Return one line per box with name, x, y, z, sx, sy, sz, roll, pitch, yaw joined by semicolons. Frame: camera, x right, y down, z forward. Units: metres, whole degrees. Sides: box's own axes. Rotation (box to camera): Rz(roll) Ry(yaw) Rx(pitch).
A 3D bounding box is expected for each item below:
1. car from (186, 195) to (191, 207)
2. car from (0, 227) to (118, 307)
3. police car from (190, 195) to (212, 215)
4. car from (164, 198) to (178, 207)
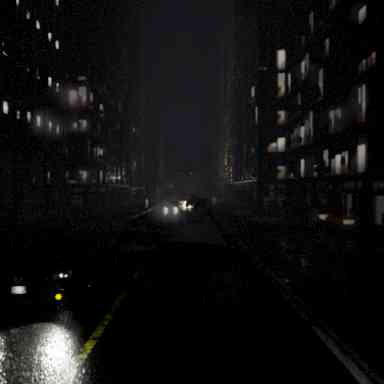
car;-0.001;1.547;52.464;2.033;1.411;5.357;0;0;0
car;-3.099;1.559;7.936;1.994;1.385;4.181;0;0;0
police car;1.049;1.417;34.470;1.930;1.638;5.238;0;0;0
car;-3.082;1.598;49.796;1.895;1.301;4.718;0;0;0
